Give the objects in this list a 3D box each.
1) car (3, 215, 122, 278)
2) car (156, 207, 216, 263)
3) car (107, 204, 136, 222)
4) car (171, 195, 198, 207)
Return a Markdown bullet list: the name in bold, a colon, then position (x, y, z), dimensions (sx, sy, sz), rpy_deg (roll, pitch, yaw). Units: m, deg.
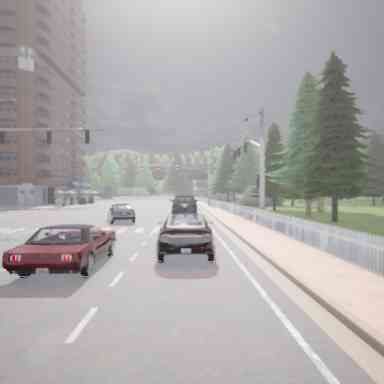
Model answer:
- **car**: position (-3.658, 1.629, 10.247), dimensions (1.895, 1.301, 4.718), rpy_deg (0, 0, -1)
- **car**: position (-0.222, 1.511, 12.097), dimensions (2.128, 1.511, 4.902), rpy_deg (0, 0, -1)
- **car**: position (-5.669, 1.624, 26.375), dimensions (2.033, 1.411, 5.357), rpy_deg (0, 0, -18)
- **car**: position (-0.664, 1.277, 29.598), dimensions (2.150, 2.045, 5.566), rpy_deg (0, 0, -2)
